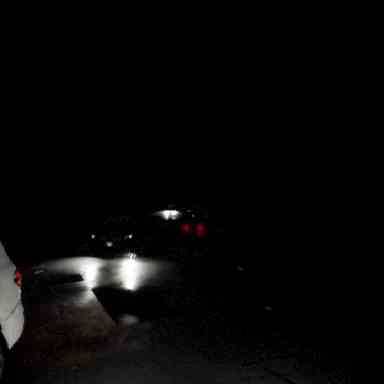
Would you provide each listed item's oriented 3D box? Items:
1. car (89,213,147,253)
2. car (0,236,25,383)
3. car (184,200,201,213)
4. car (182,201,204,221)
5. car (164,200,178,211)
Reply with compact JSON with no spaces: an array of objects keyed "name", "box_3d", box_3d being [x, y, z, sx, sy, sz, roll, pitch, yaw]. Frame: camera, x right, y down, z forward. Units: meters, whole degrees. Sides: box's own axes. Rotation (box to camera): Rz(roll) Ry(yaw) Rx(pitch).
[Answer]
[{"name":"car","box_3d":[-3.081,1.675,14.665,1.812,1.442,4.674,0,0,-1]},{"name":"car","box_3d":[-3.101,1.242,1.786,2.150,2.045,5.566,0,-1,0]},{"name":"car","box_3d":[0.092,1.917,44.722,2.128,1.511,4.902,0,0,0]},{"name":"car","box_3d":[0.096,1.790,30.332,2.128,1.511,4.902,0,0,0]},{"name":"car","box_3d":[-3.089,1.961,49.705,2.128,1.511,4.902,0,-1,0]}]
